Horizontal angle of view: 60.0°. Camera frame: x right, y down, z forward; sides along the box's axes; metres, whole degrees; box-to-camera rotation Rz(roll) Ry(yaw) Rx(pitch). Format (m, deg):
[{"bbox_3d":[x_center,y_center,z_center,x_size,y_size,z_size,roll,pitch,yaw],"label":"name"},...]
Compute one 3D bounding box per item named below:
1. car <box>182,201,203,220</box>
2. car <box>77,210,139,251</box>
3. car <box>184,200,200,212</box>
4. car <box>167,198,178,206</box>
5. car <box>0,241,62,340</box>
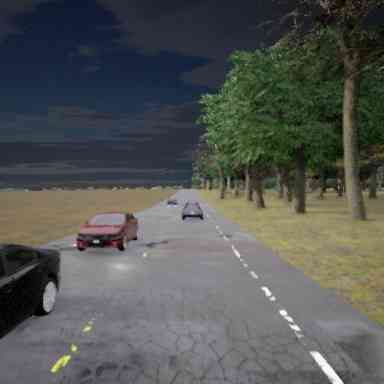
[{"bbox_3d":[0.048,1.805,31.411,1.994,1.385,4.181,0,0,0],"label":"car"},{"bbox_3d":[-3.612,1.620,15.059,1.882,1.535,5.008,0,0,0],"label":"car"},{"bbox_3d":[0.031,1.846,44.598,1.994,1.385,4.181,0,0,0],"label":"car"},{"bbox_3d":[-3.617,1.763,61.586,2.033,1.411,5.357,0,1,0],"label":"car"},{"bbox_3d":[-3.601,1.535,4.838,1.882,1.535,5.008,0,-1,0],"label":"car"}]
